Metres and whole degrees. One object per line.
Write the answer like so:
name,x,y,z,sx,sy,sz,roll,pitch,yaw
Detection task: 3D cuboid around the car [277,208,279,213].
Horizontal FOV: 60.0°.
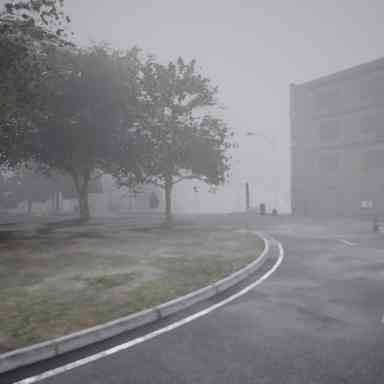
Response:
car,22.305,5.392,92.928,2.185,1.767,4.553,-1,-4,19

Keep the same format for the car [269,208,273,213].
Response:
car,18.619,4.824,82.422,2.002,1.452,4.674,-1,-4,19

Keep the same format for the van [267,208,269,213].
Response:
van,15.010,3.840,72.147,1.878,1.987,4.442,-1,-4,19

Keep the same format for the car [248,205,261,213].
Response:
car,11.354,3.375,61.665,2.002,1.452,4.674,1,-3,19
